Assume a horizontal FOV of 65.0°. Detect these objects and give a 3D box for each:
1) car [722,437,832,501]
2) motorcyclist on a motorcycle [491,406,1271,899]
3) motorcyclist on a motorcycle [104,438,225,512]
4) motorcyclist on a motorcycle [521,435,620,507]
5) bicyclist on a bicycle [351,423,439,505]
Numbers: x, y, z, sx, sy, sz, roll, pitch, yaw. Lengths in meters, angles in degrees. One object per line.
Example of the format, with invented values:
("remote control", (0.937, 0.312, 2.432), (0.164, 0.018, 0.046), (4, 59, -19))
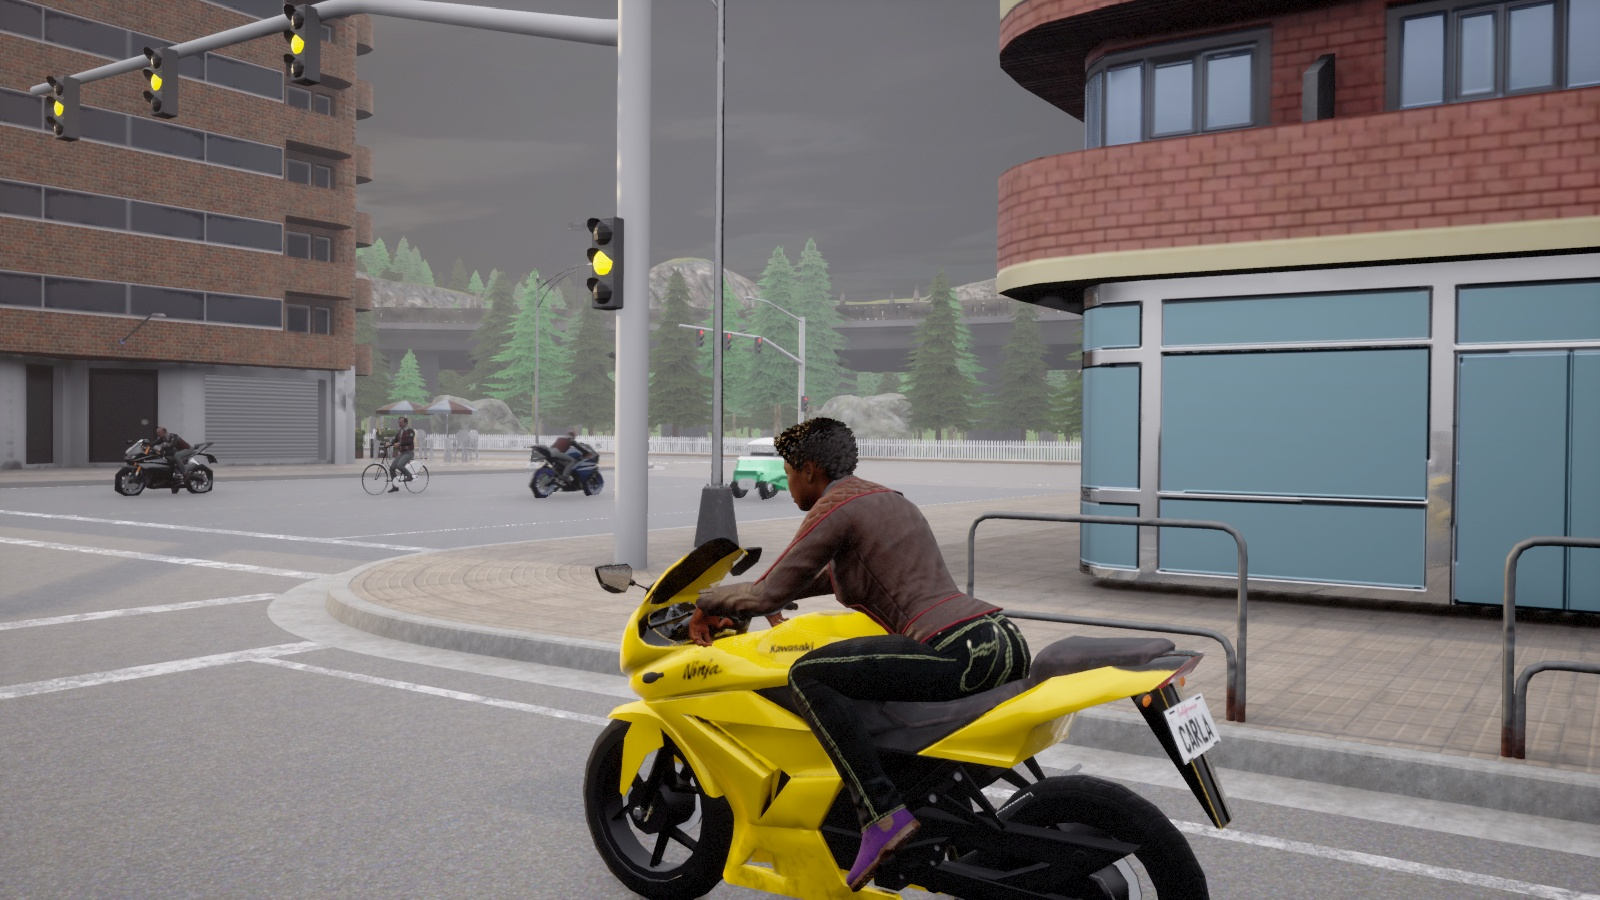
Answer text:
("car", (-0.504, 0.401, 28.551), (1.481, 1.376, 2.207), (0, 1, 34))
("motorcyclist on a motorcycle", (0.158, 0.664, 3.519), (2.044, 1.523, 0.797), (0, 1, 34))
("motorcyclist on a motorcycle", (-13.873, 0.517, 27.482), (0.866, 1.530, 2.191), (0, 1, 34))
("motorcyclist on a motorcycle", (-5.097, 0.430, 27.992), (0.866, 1.530, 2.191), (0, 1, 34))
("bicyclist on a bicycle", (-9.107, 0.298, 28.300), (0.659, 1.776, 1.843), (0, 1, 34))
